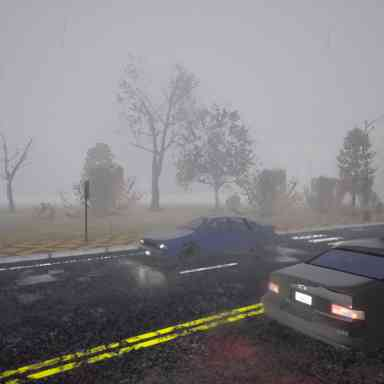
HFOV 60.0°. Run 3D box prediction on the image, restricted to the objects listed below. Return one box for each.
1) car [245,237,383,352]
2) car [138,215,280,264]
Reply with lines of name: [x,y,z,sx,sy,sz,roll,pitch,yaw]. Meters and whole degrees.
car: [3.734,1.546,5.979,5.357,1.411,2.033,0,0,-31]
car: [0.807,1.545,12.060,5.357,1.411,2.033,0,0,-34]
